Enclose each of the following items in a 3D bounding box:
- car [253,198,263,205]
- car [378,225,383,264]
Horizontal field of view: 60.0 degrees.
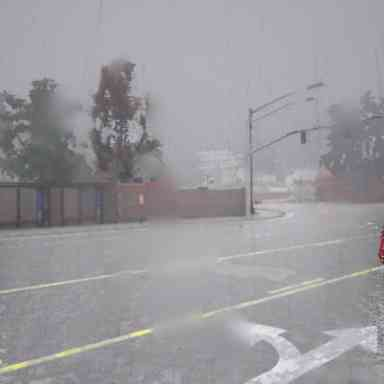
[{"bbox_3d":[8.454,1.374,51.634,2.033,1.411,5.357,-1,1,-37],"label":"car"},{"bbox_3d":[7.275,1.216,8.993,5.566,2.045,2.150,0,0,-35],"label":"car"}]
